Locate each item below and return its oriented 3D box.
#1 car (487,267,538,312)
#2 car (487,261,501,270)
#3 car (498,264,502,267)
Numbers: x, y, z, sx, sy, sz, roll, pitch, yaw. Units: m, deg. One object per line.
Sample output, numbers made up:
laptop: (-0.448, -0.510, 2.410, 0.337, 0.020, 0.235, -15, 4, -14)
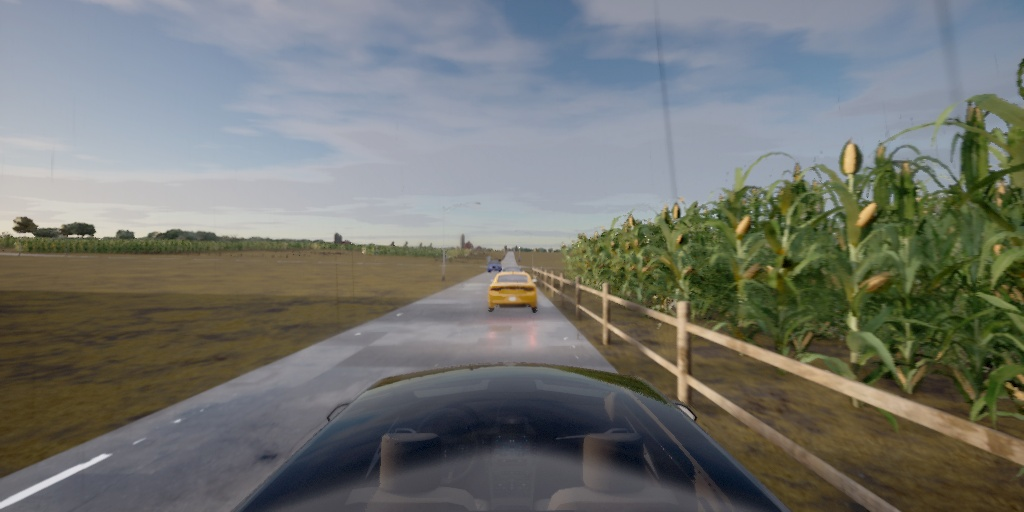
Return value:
car: (0.054, 1.414, 15.372, 1.882, 1.535, 5.008, 0, -1, 1)
car: (-2.822, 1.775, 58.458, 2.150, 2.045, 5.566, 0, -1, 1)
car: (0.047, 1.644, 30.416, 1.882, 1.535, 5.008, 0, 0, 0)
